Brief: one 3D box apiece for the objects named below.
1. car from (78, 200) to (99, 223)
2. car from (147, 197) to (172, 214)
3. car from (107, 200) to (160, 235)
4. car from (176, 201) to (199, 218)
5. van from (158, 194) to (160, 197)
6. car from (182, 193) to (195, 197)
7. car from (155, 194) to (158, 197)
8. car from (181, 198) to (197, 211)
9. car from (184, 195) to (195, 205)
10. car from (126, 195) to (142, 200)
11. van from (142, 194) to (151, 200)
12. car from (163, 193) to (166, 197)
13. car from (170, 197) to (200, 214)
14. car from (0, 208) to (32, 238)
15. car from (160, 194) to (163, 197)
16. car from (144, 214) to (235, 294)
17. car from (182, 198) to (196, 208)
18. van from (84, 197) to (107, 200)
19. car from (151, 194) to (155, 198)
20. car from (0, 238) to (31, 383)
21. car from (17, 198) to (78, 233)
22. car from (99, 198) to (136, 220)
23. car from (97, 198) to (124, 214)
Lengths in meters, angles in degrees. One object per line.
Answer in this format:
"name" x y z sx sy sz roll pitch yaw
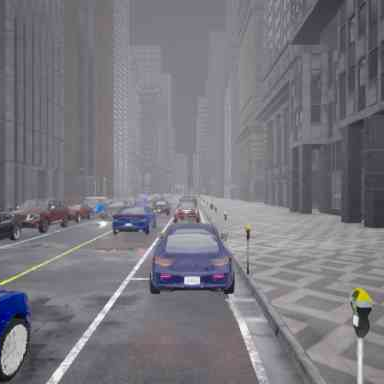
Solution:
"car" -8.910 1.544 25.344 1.887 1.381 4.507 0 0 0
"car" -3.053 1.524 32.916 1.812 1.442 4.674 0 0 0
"car" -3.147 1.476 18.943 1.882 1.535 5.008 0 0 0
"car" -0.385 1.565 30.990 1.947 1.339 4.313 0 0 0
"van" -8.911 1.345 76.073 1.690 1.788 3.998 0 0 0
"car" -0.386 1.314 36.627 2.192 1.841 5.009 0 0 0
"car" -8.911 1.552 70.437 2.008 1.369 4.403 0 0 0
"car" -0.385 1.543 42.263 1.887 1.381 4.507 0 0 0
"car" -0.386 1.439 59.171 1.967 1.590 4.097 0 0 0
"car" -8.911 1.439 47.891 1.967 1.590 4.097 0 0 0
"van" -8.911 1.340 59.164 1.690 1.788 3.998 0 0 0
"car" -8.912 1.324 87.347 2.192 1.841 5.009 0 0 0
"car" -0.386 1.439 25.353 1.967 1.590 4.097 0 0 0
"car" -8.910 1.565 14.070 1.947 1.339 4.313 0 0 0
"car" -8.911 1.446 81.710 1.967 1.590 4.097 0 0 0
"car" 0.003 1.525 8.651 1.812 1.442 4.674 0 0 0
"car" -0.385 1.564 47.899 1.947 1.339 4.313 0 0 0
"van" -8.911 1.340 30.980 1.690 1.788 3.998 0 0 0
"car" -8.911 1.525 64.631 1.752 1.417 4.829 0 0 0
"car" -3.051 1.478 2.395 1.882 1.535 5.008 0 0 0
"car" -8.911 1.314 19.706 2.192 1.841 5.009 0 0 0
"car" -6.244 1.524 27.790 1.812 1.442 4.674 0 0 0
"car" -8.911 1.439 36.617 1.967 1.590 4.097 0 0 0
